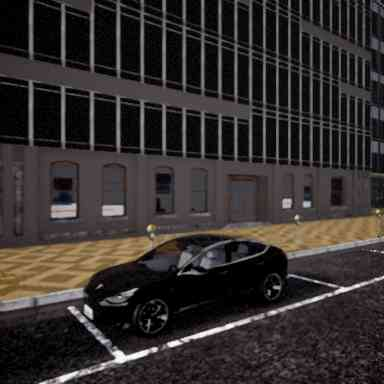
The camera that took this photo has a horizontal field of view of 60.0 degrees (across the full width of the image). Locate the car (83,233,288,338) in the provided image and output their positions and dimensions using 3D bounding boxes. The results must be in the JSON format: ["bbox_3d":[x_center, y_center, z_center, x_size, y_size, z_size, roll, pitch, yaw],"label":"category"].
[{"bbox_3d":[0.106,1.557,6.634,4.313,1.339,1.947,0,0,-36],"label":"car"}]
